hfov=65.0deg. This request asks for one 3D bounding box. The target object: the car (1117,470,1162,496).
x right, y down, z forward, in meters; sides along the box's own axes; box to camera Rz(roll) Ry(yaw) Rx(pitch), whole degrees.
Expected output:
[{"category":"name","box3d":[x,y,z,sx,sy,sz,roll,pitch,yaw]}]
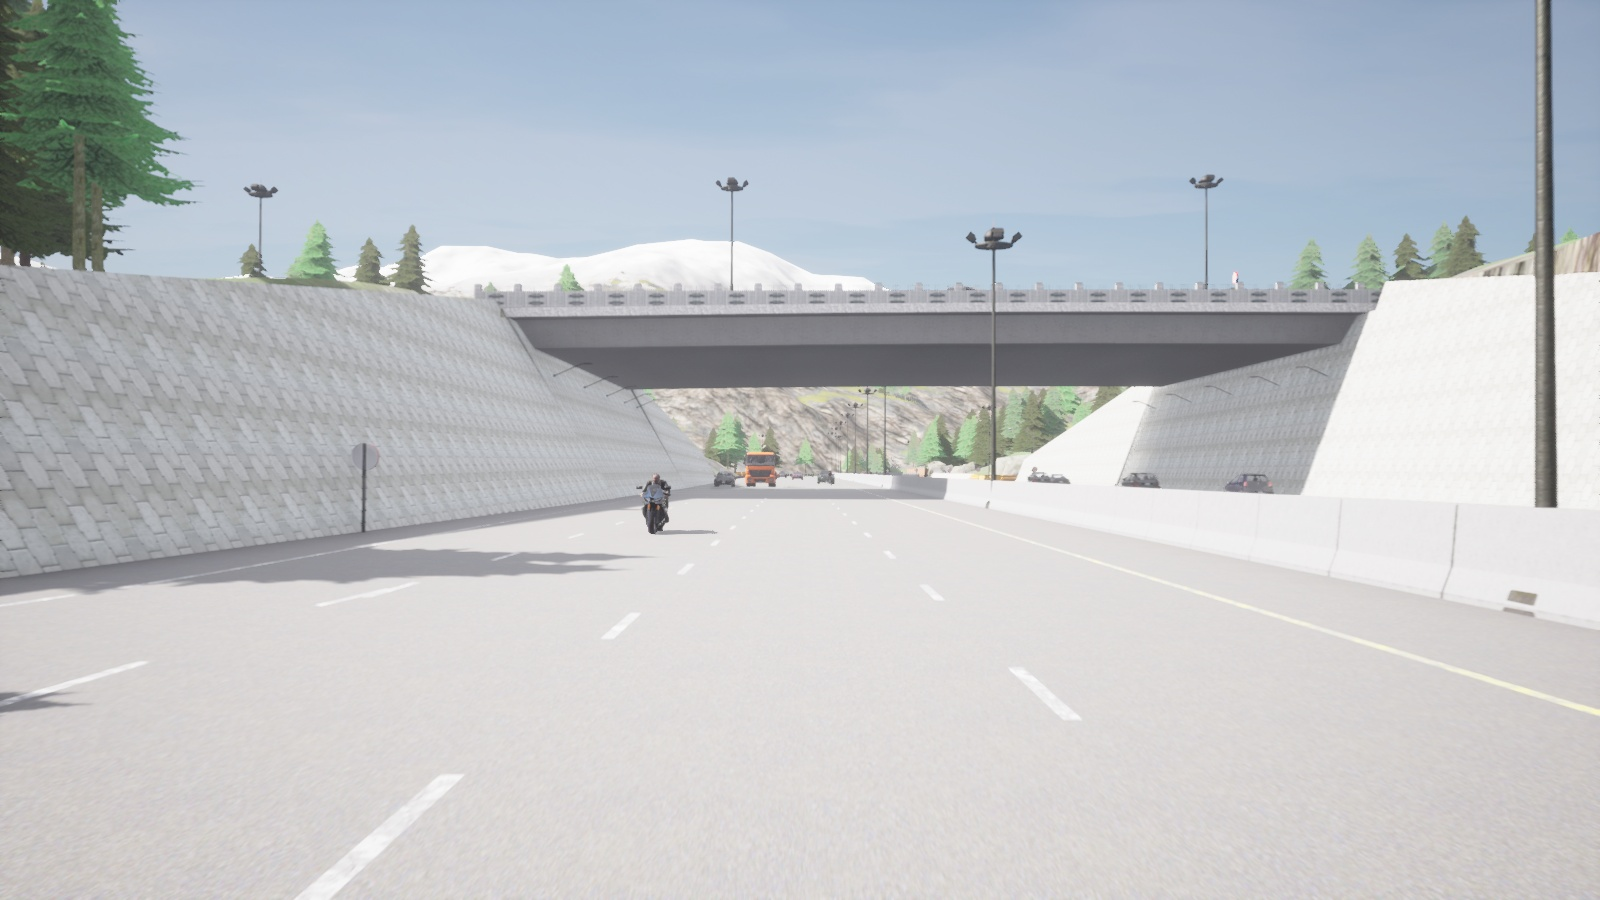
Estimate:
[{"category":"car","box3d":[20.813,2.001,77.097,1.789,1.549,3.705,0,-1,0]}]

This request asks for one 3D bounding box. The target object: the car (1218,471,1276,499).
[{"category":"car","box3d":[24.334,1.878,68.483,1.845,1.501,3.633,0,-1,0]}]

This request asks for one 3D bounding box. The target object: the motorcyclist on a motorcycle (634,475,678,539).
[{"category":"motorcyclist on a motorcycle","box3d":[-3.576,1.388,31.328,0.866,1.530,2.191,0,-1,0]}]
